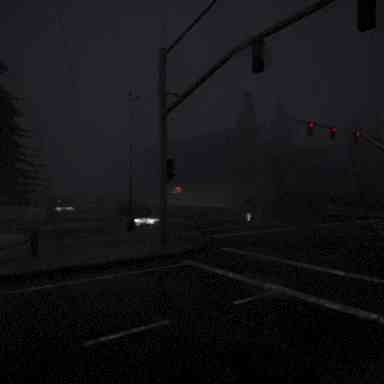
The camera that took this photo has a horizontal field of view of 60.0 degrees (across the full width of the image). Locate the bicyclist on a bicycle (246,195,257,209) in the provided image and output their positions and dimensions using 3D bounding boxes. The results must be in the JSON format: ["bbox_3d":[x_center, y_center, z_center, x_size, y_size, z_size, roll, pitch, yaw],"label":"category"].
[{"bbox_3d":[6.811,1.117,38.073,1.656,1.620,0.582,-1,0,-36],"label":"bicyclist on a bicycle"}]

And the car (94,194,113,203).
[{"bbox_3d":[-17.005,1.198,63.870,2.097,1.767,4.553,0,0,-36],"label":"car"}]

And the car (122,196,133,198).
[{"bbox_3d":[-11.219,1.323,55.861,1.882,1.535,5.008,0,0,-35],"label":"car"}]

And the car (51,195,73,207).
[{"bbox_3d":[-18.991,1.267,48.495,2.097,1.767,4.553,0,0,-35],"label":"car"}]

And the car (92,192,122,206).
[{"bbox_3d":[-13.637,1.090,53.221,2.150,2.045,5.566,0,0,-33],"label":"car"}]

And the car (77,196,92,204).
[{"bbox_3d":[-19.886,1.470,61.885,1.895,1.301,4.718,0,0,-36],"label":"car"}]

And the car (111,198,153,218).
[{"bbox_3d":[-5.067,1.480,28.929,1.994,1.385,4.181,0,0,-36],"label":"car"}]
